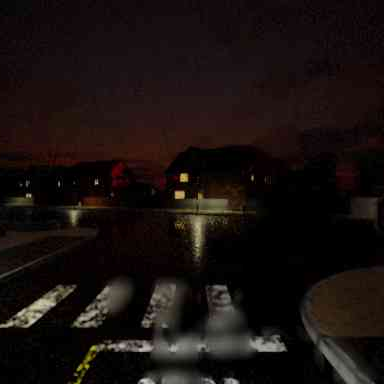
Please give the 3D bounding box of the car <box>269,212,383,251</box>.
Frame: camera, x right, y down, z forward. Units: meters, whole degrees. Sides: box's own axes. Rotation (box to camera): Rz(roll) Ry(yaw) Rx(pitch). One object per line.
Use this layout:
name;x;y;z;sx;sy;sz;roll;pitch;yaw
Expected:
car;5.791;1.547;13.975;4.718;1.301;1.895;0;0;35
